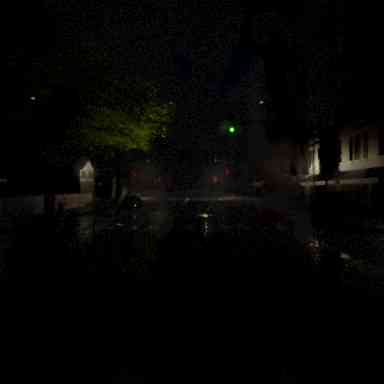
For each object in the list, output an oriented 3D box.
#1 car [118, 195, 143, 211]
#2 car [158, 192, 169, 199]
[{"bbox_3d":[-6.129,1.122,33.705,1.837,1.490,4.892,0,2,1],"label":"car"},{"bbox_3d":[-5.760,0.673,68.500,1.994,1.385,4.181,0,1,1],"label":"car"}]
